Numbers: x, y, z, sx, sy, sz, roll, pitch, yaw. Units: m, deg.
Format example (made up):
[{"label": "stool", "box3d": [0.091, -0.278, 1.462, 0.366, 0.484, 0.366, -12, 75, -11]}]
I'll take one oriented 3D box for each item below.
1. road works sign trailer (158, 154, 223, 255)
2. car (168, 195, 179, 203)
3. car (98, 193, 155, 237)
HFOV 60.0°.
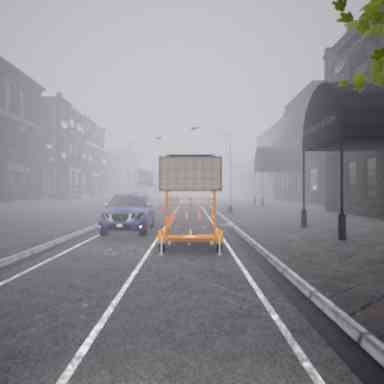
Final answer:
[{"label": "road works sign trailer", "box3d": [-0.052, 0.365, 12.743, 2.380, 3.560, 2.880, 0, 1, 0]}, {"label": "car", "box3d": [-3.363, 1.238, 60.426, 1.895, 1.301, 4.718, 0, 0, 0]}, {"label": "car", "box3d": [-3.190, 1.080, 17.325, 2.150, 2.045, 5.566, 0, 1, 0]}]
